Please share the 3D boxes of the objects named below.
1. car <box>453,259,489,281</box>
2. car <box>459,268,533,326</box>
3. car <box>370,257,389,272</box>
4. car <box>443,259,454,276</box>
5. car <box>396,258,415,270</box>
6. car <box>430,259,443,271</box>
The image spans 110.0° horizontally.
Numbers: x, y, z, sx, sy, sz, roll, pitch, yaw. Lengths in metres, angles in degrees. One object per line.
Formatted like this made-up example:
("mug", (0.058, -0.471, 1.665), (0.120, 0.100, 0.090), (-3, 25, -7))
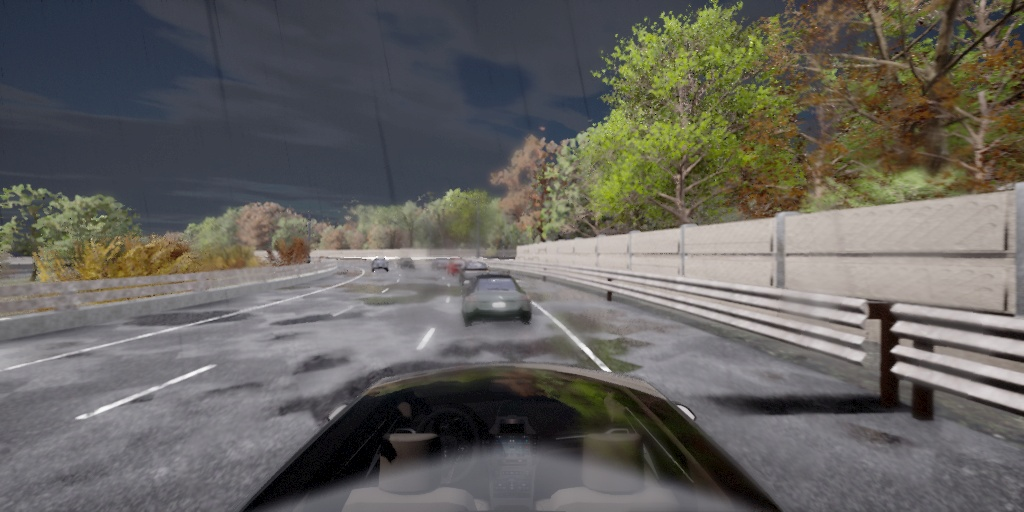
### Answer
("car", (-2.499, 1.115, 23.510), (2.128, 1.511, 4.902), (0, 0, -12))
("car", (-0.588, 1.259, 11.560), (1.994, 1.385, 4.181), (0, 0, -7))
("car", (-15.778, 1.081, 42.688), (2.033, 1.411, 5.357), (0, 0, -23))
("car", (-4.972, 1.043, 33.733), (1.882, 1.535, 5.008), (0, 1, -17))
("car", (-14.191, 1.004, 47.655), (1.837, 1.490, 4.892), (0, 0, -25))
("car", (-8.695, 1.058, 43.949), (2.033, 1.411, 5.357), (0, 0, -23))
